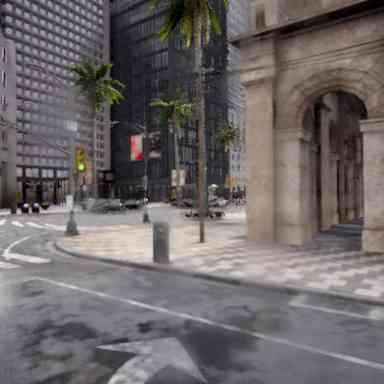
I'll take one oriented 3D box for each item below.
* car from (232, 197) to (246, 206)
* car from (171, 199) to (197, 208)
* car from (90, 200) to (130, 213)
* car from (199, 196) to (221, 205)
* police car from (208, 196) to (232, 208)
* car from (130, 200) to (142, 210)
[{"bbox_3d":[9.986,1.747,63.322,1.882,1.535,5.008,-1,0,35],"label":"car"},{"bbox_3d":[-1.106,1.850,53.941,2.033,1.411,5.357,-1,0,36],"label":"car"},{"bbox_3d":[-10.325,1.829,41.128,1.812,1.442,4.674,-1,0,36],"label":"car"},{"bbox_3d":[3.561,1.686,65.655,2.185,1.767,4.553,-1,0,35],"label":"car"},{"bbox_3d":[4.053,1.773,54.939,2.038,1.542,4.974,-1,0,36],"label":"police car"},{"bbox_3d":[-9.285,1.846,47.880,2.161,1.482,4.786,-1,0,35],"label":"car"}]
